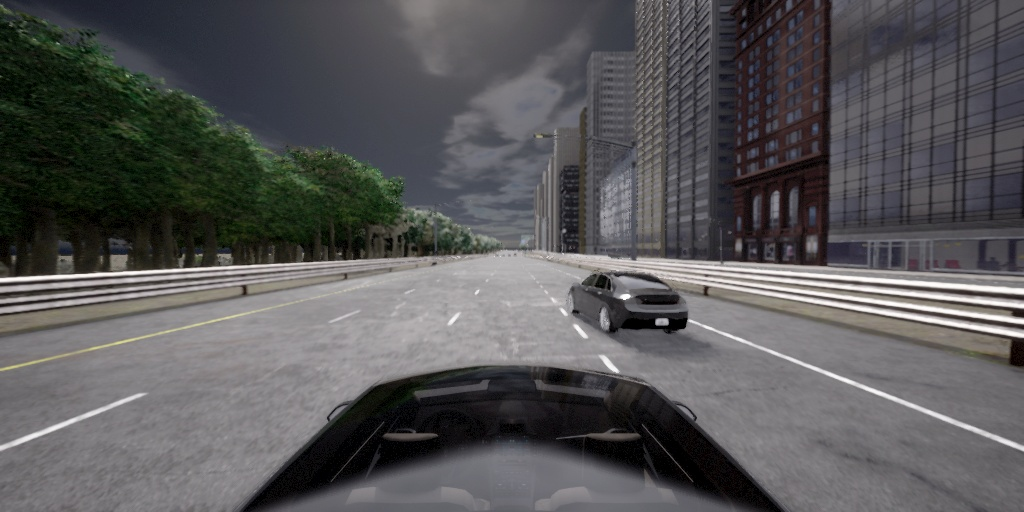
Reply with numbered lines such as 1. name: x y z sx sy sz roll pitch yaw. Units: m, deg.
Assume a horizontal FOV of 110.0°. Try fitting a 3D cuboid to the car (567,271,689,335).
1. car: 2.994 1.181 10.302 1.837 1.490 4.892 1 1 -8
